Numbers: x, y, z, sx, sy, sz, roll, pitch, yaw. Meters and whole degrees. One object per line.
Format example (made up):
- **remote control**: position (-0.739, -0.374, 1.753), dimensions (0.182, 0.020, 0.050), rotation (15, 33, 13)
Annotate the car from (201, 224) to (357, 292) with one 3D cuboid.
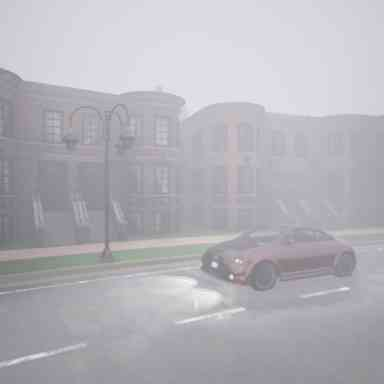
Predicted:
- **car**: position (2.342, 1.575, 8.905), dimensions (4.181, 1.385, 1.994), rotation (0, 0, -26)
